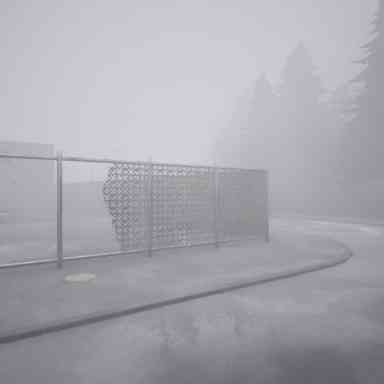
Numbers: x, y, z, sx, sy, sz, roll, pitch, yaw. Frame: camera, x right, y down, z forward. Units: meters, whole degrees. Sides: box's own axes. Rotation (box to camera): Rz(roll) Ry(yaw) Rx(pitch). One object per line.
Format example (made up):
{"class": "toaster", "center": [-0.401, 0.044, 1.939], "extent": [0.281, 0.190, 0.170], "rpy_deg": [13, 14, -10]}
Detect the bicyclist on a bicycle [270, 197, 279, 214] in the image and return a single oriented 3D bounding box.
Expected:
{"class": "bicyclist on a bicycle", "center": [7.887, 1.346, 32.412], "extent": [1.656, 1.620, 0.582], "rpy_deg": [0, 0, -35]}
